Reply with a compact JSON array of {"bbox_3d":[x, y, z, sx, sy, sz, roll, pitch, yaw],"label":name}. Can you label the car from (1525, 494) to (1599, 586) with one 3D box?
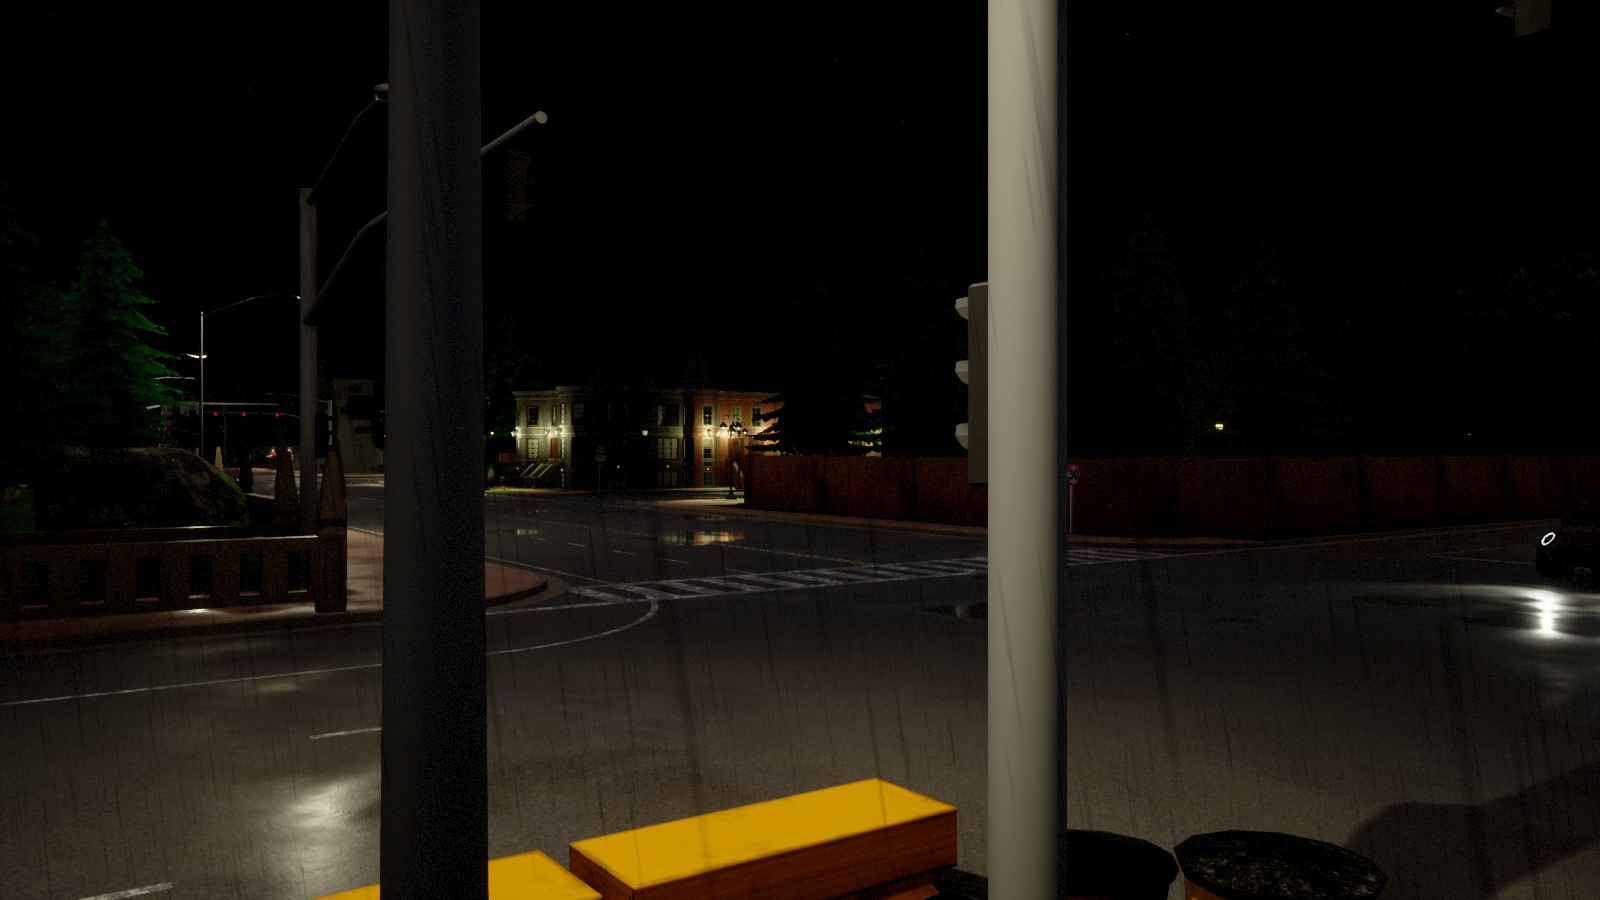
[{"bbox_3d":[18.010,1.906,24.946,4.553,1.767,2.097,0,0,-35],"label":"car"}]
